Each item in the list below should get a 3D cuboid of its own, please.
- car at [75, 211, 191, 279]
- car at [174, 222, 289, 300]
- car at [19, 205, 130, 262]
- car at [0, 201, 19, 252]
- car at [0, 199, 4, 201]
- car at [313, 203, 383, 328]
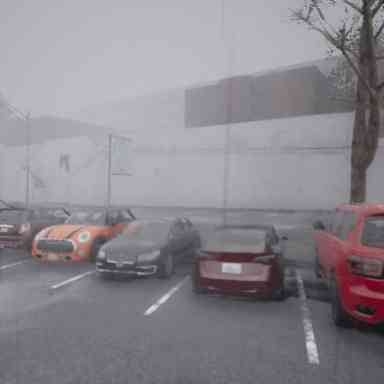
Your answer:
[{"bbox_3d":[-1.072,1.492,10.247,2.231,1.521,4.892,0,-1,15],"label":"car"},{"bbox_3d":[1.370,1.518,8.532,2.163,1.488,4.792,0,-1,15],"label":"car"},{"bbox_3d":[-3.510,1.370,12.013,2.185,1.767,4.553,0,-1,15],"label":"car"},{"bbox_3d":[-5.979,1.375,13.693,2.185,1.767,4.553,0,-1,15],"label":"car"},{"bbox_3d":[-10.858,1.270,17.232,2.435,2.045,5.566,0,-1,15],"label":"car"},{"bbox_3d":[3.819,1.236,6.793,2.435,2.045,5.566,0,-1,15],"label":"car"}]
